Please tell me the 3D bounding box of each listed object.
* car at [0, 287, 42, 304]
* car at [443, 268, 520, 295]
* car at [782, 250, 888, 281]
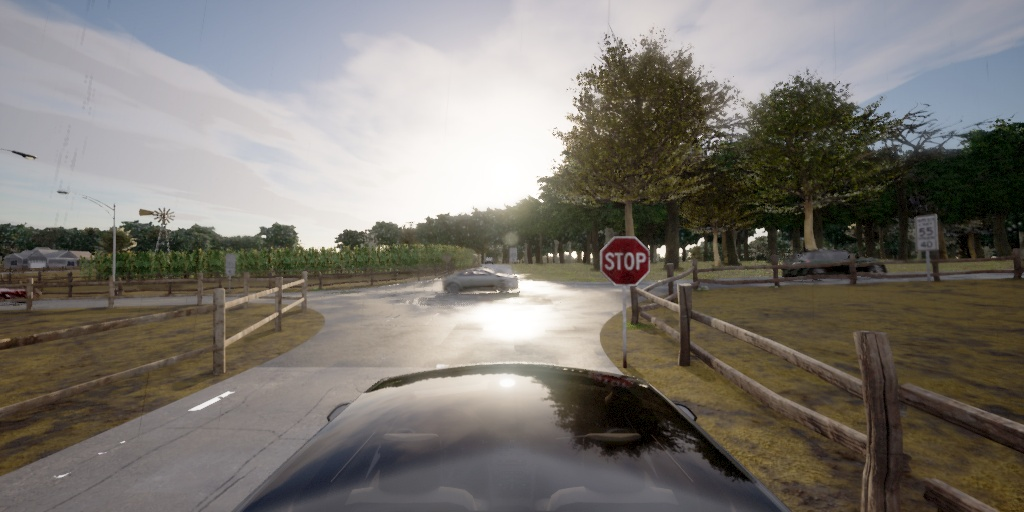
[{"bbox_3d":[-29.230,2.147,19.672,4.718,1.301,1.895,-2,-2,0],"label":"car"},{"bbox_3d":[-1.684,1.342,19.706,4.181,1.385,1.994,-2,0,0],"label":"car"},{"bbox_3d":[17.699,0.437,19.789,4.553,1.767,2.097,-2,-2,0],"label":"car"}]
